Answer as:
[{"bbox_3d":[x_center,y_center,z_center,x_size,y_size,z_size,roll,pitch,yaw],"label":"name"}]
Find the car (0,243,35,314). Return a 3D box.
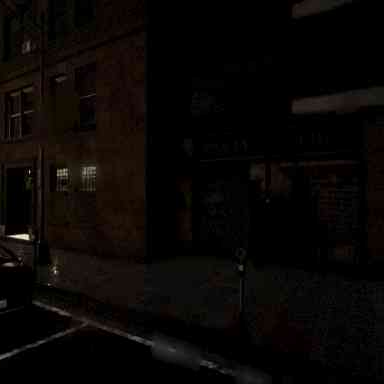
[{"bbox_3d":[-4.816,1.550,6.504,4.403,1.369,2.008,0,0,35],"label":"car"}]
